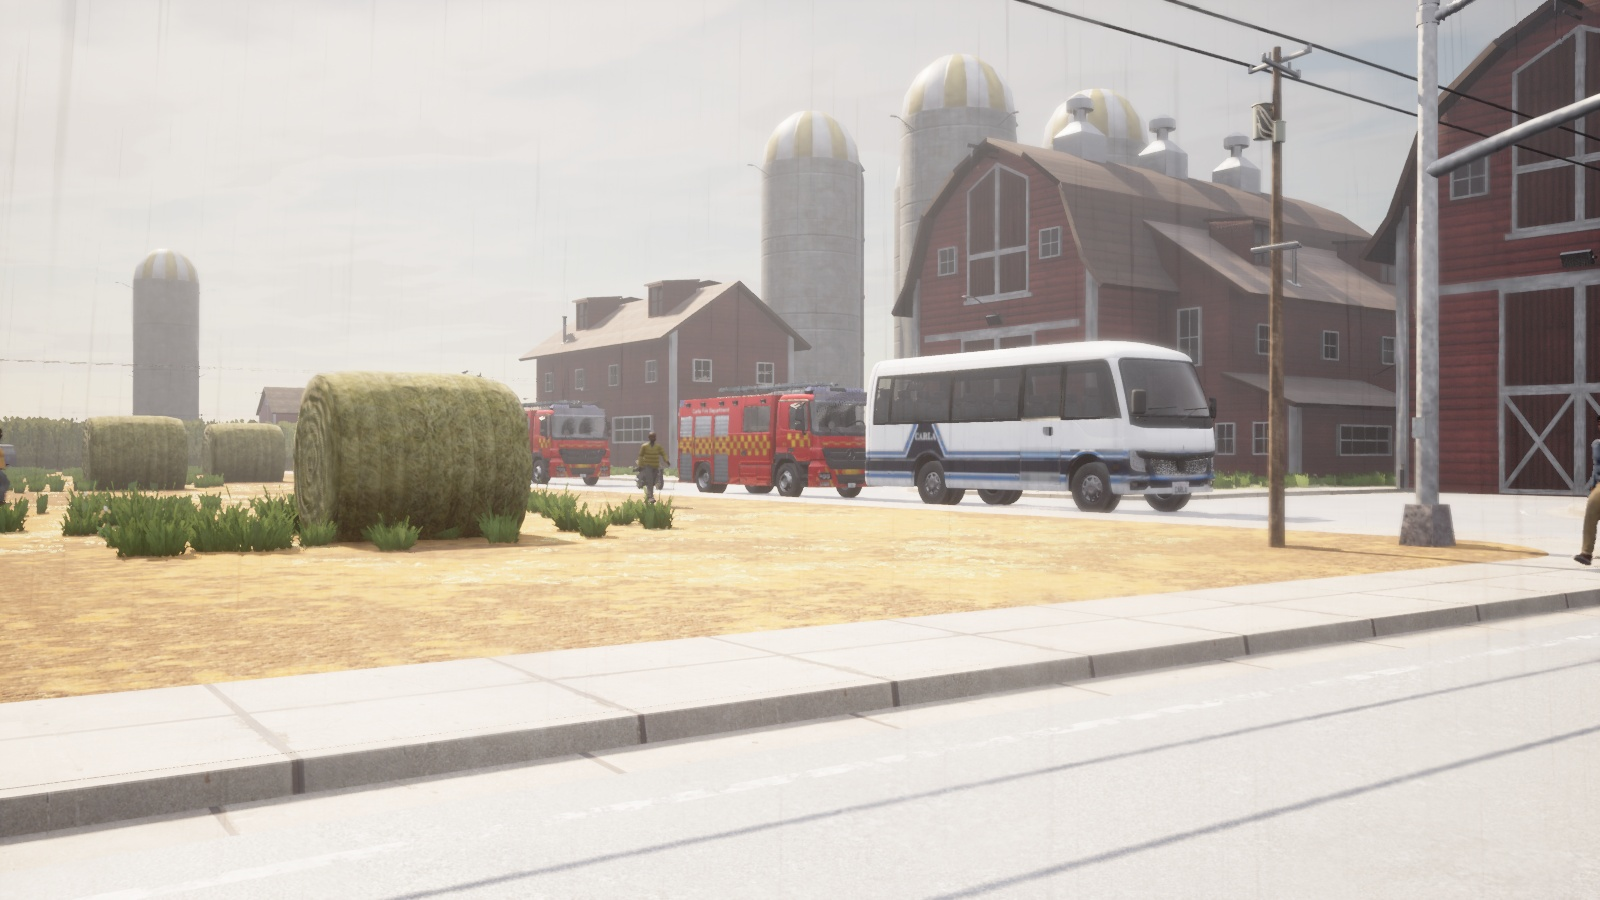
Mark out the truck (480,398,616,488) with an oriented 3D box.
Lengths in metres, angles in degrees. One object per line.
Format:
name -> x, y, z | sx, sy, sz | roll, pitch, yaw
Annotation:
truck -> -11.783, -0.280, 57.959 | 2.891, 3.827, 8.468 | 0, 0, -36

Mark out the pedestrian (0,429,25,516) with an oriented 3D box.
pedestrian -> -17.395, 0.473, 27.126 | 0.874, 1.855, 0.900 | 0, 0, 42

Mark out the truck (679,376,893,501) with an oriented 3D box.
truck -> -0.707, -0.342, 42.652 | 2.891, 3.827, 8.468 | 0, 0, -36

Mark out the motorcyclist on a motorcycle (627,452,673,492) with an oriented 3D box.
motorcyclist on a motorcycle -> -5.971, 0.870, 49.922 | 0.866, 1.530, 2.191 | -1, 0, -36

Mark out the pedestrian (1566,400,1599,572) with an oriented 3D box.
pedestrian -> 9.335, 0.407, 14.528 | 0.788, 1.949, 0.423 | 0, 0, -24

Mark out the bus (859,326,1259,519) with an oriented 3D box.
bus -> 6.317, -0.595, 32.948 | 3.944, 4.253, 10.273 | 0, 0, -36

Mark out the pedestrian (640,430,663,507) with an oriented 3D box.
pedestrian -> -3.585, 0.445, 30.328 | 0.370, 1.835, 0.726 | 0, 0, -23
